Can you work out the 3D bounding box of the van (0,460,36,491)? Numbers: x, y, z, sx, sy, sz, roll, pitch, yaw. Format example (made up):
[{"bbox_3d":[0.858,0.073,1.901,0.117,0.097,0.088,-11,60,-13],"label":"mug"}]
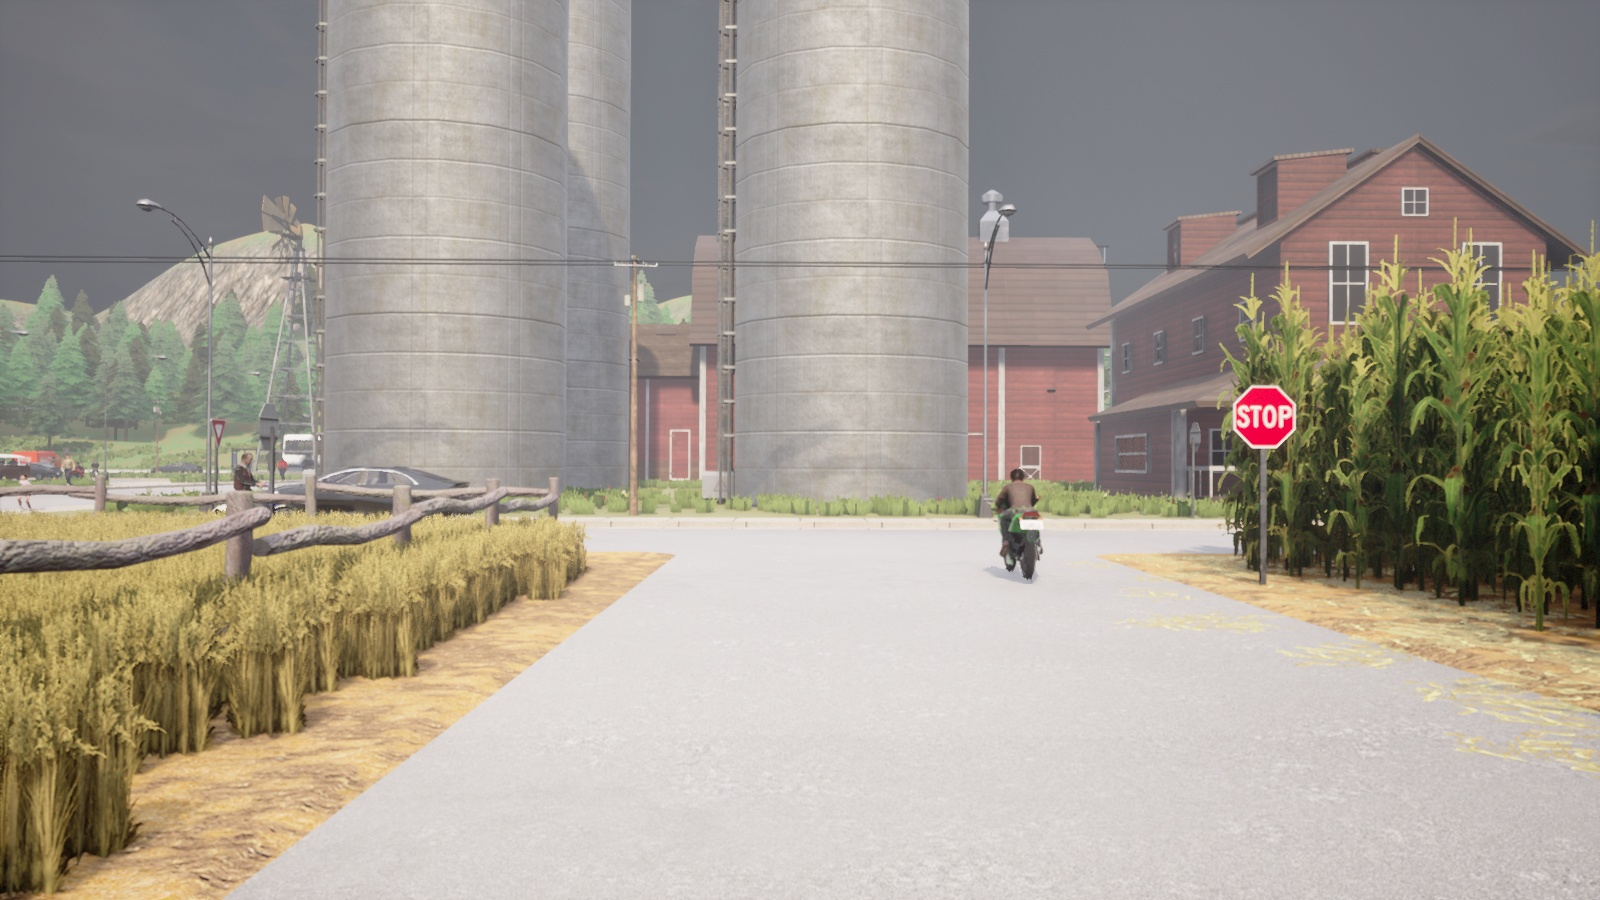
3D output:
[{"bbox_3d":[-52.727,1.674,82.719,2.069,2.038,4.480,0,-1,-1],"label":"van"}]

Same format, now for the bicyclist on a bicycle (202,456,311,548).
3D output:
[{"bbox_3d":[-10.660,1.014,24.673,1.843,1.776,0.659,0,-1,0],"label":"bicyclist on a bicycle"}]

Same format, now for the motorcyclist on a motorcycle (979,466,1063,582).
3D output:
[{"bbox_3d":[3.052,0.992,17.524,0.797,1.523,2.044,0,-1,0],"label":"motorcyclist on a motorcycle"}]

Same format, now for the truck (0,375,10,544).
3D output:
[{"bbox_3d":[-20.382,0.200,24.624,7.936,3.462,2.891,0,-1,0],"label":"truck"}]

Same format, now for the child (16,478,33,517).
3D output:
[{"bbox_3d":[-22.253,1.350,36.046,0.255,1.110,0.394,0,-1,-1],"label":"child"}]

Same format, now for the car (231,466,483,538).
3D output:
[{"bbox_3d":[-9.827,1.134,28.167,4.902,1.511,2.128,0,-1,0],"label":"car"}]

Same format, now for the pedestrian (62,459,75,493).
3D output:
[{"bbox_3d":[-38.876,1.375,66.720,0.345,1.836,0.594,0,-1,-3],"label":"pedestrian"}]
